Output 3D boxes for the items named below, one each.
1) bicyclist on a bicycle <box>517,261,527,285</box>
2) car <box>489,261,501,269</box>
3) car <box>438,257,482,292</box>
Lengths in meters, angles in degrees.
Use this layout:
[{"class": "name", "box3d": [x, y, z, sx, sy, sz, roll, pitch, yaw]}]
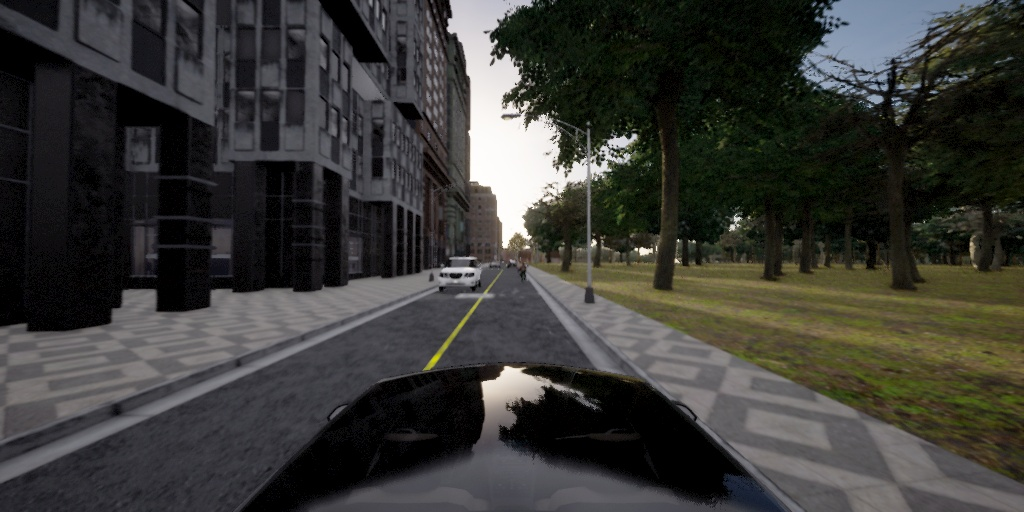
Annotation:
[{"class": "bicyclist on a bicycle", "box3d": [0.825, 1.298, 25.651, 0.582, 1.620, 1.656, 0, -1, 0]}, {"class": "car", "box3d": [-3.019, 1.600, 64.216, 1.994, 1.385, 4.181, 0, 0, 1]}, {"class": "car", "box3d": [-3.099, 1.053, 22.401, 2.150, 2.045, 5.566, 0, 0, 0]}]
